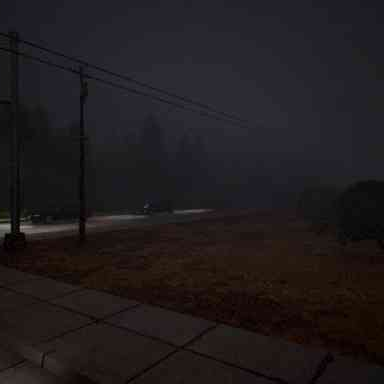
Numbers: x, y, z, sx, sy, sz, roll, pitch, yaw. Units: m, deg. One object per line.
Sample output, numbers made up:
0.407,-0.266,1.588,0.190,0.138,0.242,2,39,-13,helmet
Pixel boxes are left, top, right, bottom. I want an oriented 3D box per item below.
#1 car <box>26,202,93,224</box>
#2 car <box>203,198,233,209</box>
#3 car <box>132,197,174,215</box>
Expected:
-9.800,1.513,24.859,1.837,1.490,4.892,0,0,37,car
3.375,1.491,42.594,1.895,1.301,4.718,0,0,37,car
-3.803,1.306,32.943,2.097,1.767,4.553,0,0,37,car
